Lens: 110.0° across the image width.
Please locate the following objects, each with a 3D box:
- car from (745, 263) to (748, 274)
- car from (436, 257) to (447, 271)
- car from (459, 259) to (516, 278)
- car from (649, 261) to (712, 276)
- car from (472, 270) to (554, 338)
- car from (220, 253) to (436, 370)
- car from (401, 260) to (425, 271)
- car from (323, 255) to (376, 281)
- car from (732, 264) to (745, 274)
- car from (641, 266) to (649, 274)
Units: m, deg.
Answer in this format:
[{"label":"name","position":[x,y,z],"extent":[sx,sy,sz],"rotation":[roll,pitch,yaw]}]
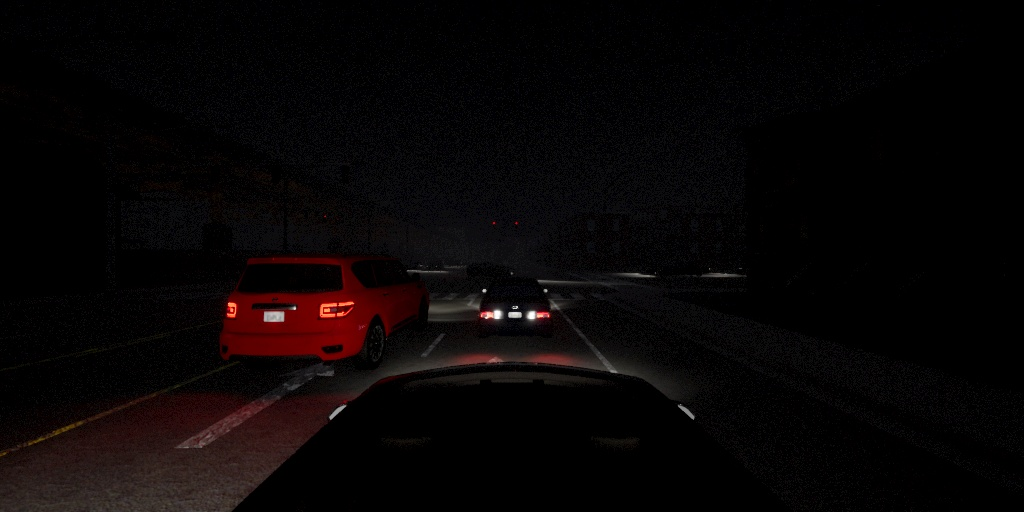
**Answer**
[{"label":"car","position":[26.548,1.351,35.889],"extent":[4.718,1.301,1.895],"rotation":[0,0,0]},{"label":"car","position":[-10.456,1.254,48.640],"extent":[1.837,1.490,4.892],"rotation":[0,0,-2]},{"label":"car","position":[-1.993,1.241,32.143],"extent":[4.902,1.511,2.128],"rotation":[0,0,36]},{"label":"car","position":[16.992,1.297,35.895],"extent":[5.357,1.411,2.033],"rotation":[0,0,0]},{"label":"car","position":[0.081,1.297,10.130],"extent":[2.033,1.411,5.357],"rotation":[0,0,0]},{"label":"car","position":[-3.427,0.971,7.877],"extent":[2.150,2.045,5.566],"rotation":[0,0,0]},{"label":"car","position":[-14.102,1.297,51.438],"extent":[2.033,1.411,5.357],"rotation":[0,0,0]},{"label":"car","position":[-14.104,0.971,31.567],"extent":[2.150,2.045,5.566],"rotation":[0,0,0]},{"label":"car","position":[26.825,1.255,39.386],"extent":[4.892,1.490,1.837],"rotation":[0,0,0]},{"label":"car","position":[17.097,1.297,39.380],"extent":[5.357,1.411,2.033],"rotation":[0,0,2]}]
